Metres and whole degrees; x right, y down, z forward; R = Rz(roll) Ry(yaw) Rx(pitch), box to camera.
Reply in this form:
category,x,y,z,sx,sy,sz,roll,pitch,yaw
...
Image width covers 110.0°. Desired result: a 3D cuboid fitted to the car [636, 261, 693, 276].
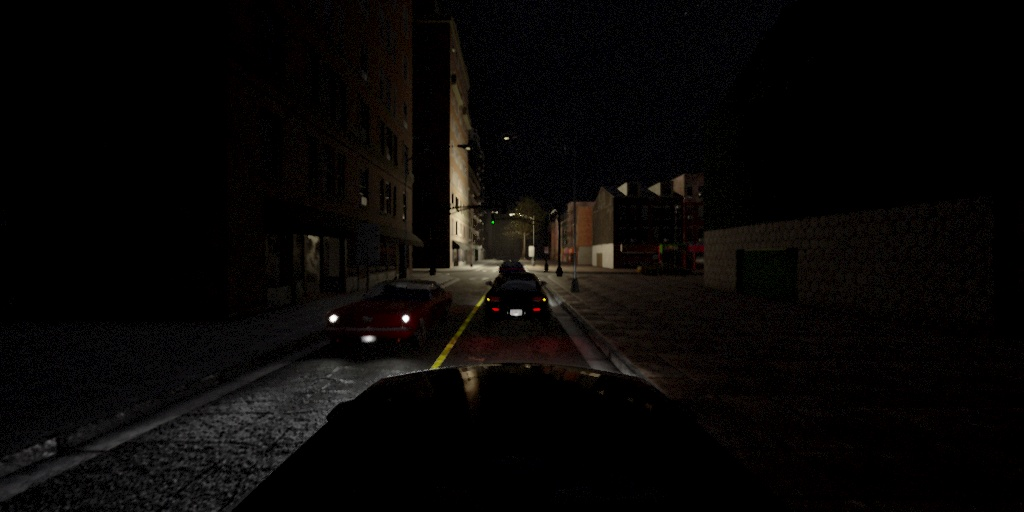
category,x,y,z,sx,sy,sz,roll,pitch,yaw
car,14.001,1.158,33.022,4.829,1.417,1.751,0,0,0

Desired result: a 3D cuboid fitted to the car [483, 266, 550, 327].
category,x,y,z,sx,sy,sz,roll,pitch,yaw
car,0.134,1.224,11.244,1.812,1.442,4.674,0,1,1

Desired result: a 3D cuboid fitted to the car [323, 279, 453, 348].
category,x,y,z,sx,sy,sz,roll,pitch,yaw
car,-2.818,1.310,9.260,1.895,1.301,4.718,0,0,0

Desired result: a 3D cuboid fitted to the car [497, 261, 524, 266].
category,x,y,z,sx,sy,sz,roll,pitch,yaw
car,-0.098,1.077,27.127,1.882,1.535,5.008,0,0,-3
